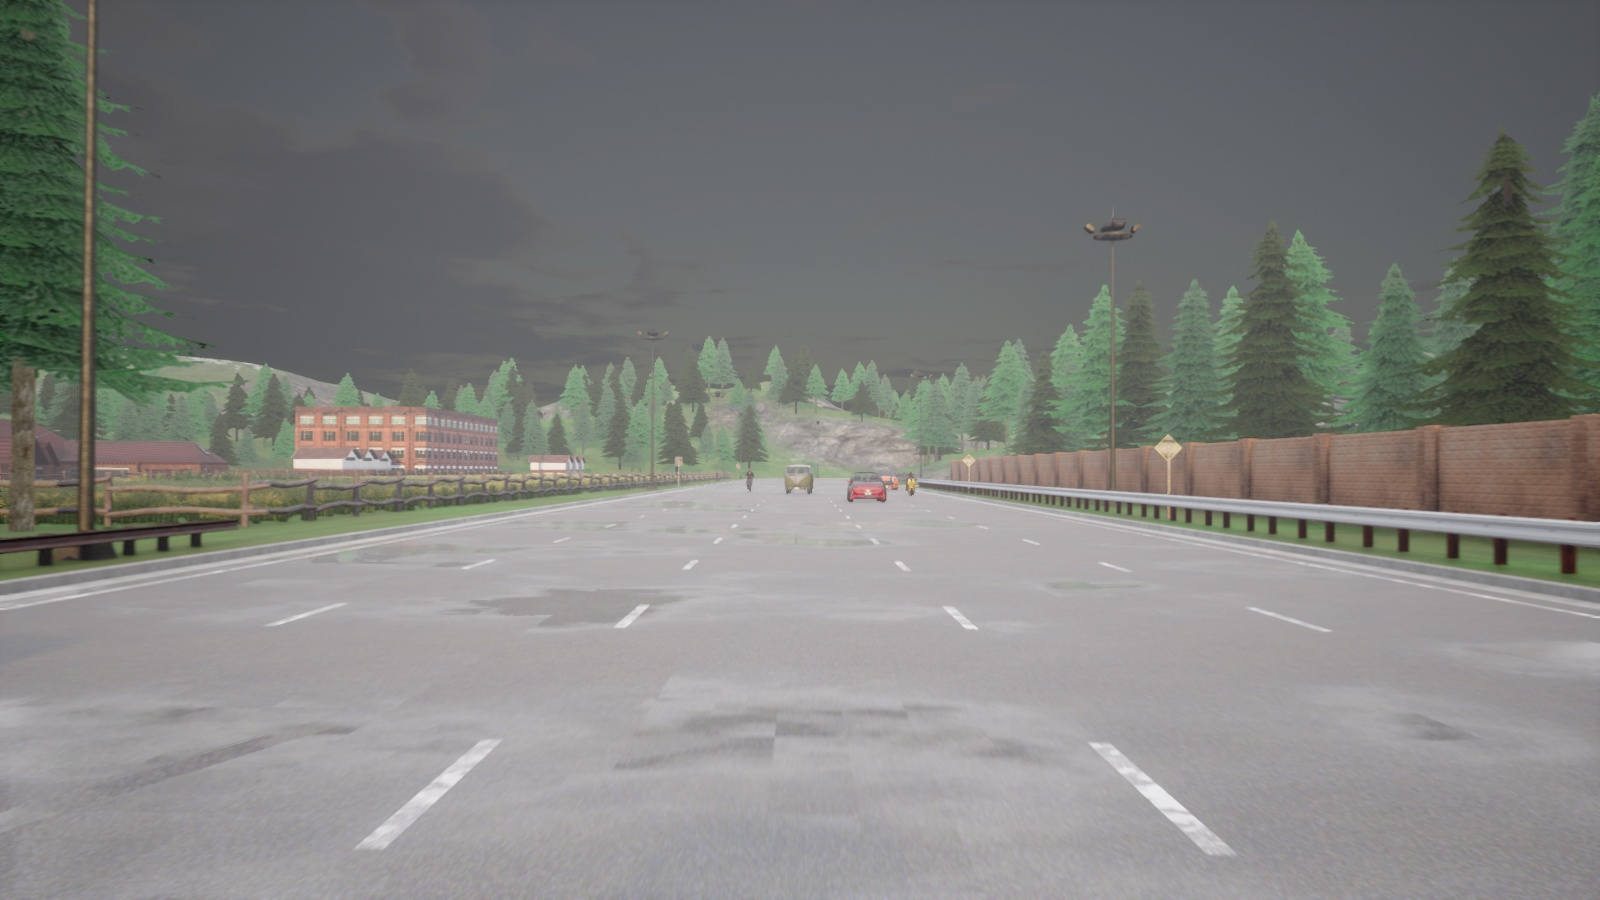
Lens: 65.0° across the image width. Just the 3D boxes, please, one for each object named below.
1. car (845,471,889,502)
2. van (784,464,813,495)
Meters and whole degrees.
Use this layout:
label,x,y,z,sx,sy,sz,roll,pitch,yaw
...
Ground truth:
label,x,y,z,sx,sy,sz,roll,pitch,yaw
car,3.382,1.818,64.040,2.007,1.525,4.514,0,-1,0
van,-0.072,1.990,85.026,1.775,1.987,4.442,-1,-1,2
